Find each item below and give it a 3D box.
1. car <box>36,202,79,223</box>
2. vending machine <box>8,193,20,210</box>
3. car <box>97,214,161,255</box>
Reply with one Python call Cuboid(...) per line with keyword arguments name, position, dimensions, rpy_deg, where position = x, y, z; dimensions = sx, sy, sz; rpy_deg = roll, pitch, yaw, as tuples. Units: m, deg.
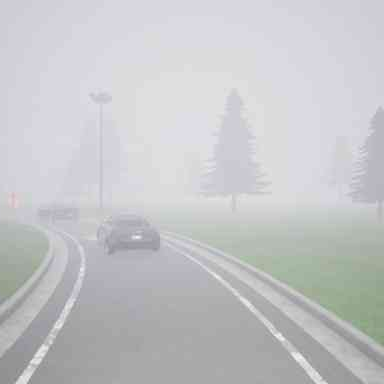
Cuboid(name="car", position=(-10.412, 1.484, 25.654), dimensions=(1.882, 1.535, 5.008), rpy_deg=(0, 0, -41))
Cuboid(name="vending machine", position=(-22.193, 1.194, 41.496), dimensions=(0.880, 2.100, 1.100), rpy_deg=(0, 0, 32))
Cuboid(name="car", position=(-2.686, 1.572, 13.597), dimensions=(1.994, 1.385, 4.181), rpy_deg=(0, 0, -22))
